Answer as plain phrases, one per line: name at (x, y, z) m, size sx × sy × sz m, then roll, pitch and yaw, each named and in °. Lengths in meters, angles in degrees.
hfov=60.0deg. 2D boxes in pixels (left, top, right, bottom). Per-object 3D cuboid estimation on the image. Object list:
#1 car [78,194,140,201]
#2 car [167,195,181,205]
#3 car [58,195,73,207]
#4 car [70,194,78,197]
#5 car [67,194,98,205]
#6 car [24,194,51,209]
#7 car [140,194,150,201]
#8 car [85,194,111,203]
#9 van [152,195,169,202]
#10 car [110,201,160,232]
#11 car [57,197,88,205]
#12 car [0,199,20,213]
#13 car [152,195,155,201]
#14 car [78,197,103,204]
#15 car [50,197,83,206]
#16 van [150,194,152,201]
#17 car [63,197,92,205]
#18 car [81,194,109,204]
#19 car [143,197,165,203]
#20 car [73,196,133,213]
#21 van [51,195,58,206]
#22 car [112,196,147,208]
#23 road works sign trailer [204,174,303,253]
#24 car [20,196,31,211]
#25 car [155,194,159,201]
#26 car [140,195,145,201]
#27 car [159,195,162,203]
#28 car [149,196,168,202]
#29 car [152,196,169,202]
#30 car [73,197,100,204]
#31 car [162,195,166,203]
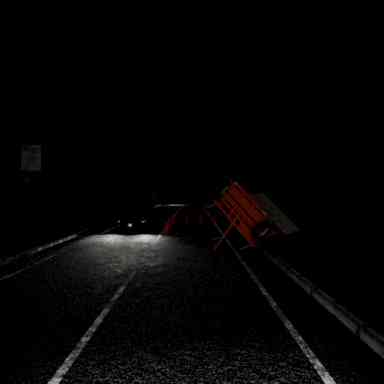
car at (-8.874, 1.208, 36.054) m, size 5.566 × 2.045 × 2.435 m, roll 0°, pitch 0°, yaw 0°
car at (-3.249, 1.795, 65.383) m, size 1.994 × 1.385 × 4.181 m, roll 0°, pitch -1°, yaw 0°
car at (-21.925, 1.623, 52.772) m, size 4.674 × 1.452 × 2.002 m, roll 0°, pitch -1°, yaw 0°
car at (-21.745, 1.605, 55.557) m, size 5.366 × 1.575 × 1.946 m, roll 0°, pitch -1°, yaw 0°
car at (-21.917, 1.460, 66.699) m, size 5.566 × 2.045 × 2.435 m, roll 0°, pitch -1°, yaw 0°
car at (-21.892, 1.385, 44.421) m, size 4.553 × 1.767 × 2.185 m, roll 0°, pitch 0°, yaw 0°
car at (-8.872, 1.259, 44.464) m, size 5.566 × 2.045 × 2.435 m, roll 0°, pitch 0°, yaw 0°
car at (-21.932, 1.585, 77.715) m, size 5.566 × 2.045 × 2.435 m, roll 0°, pitch -1°, yaw 0°
van at (-8.783, 1.786, 92.113) m, size 4.442 × 1.987 × 1.878 m, roll 0°, pitch -1°, yaw 0°
car at (-3.249, 1.487, 19.868) m, size 1.837 × 1.490 × 4.892 m, roll 0°, pitch 0°, yaw 0°
car at (-21.908, 1.689, 61.128) m, size 4.792 × 1.488 × 2.163 m, roll 0°, pitch -1°, yaw 0°
car at (-21.930, 1.458, 36.065) m, size 5.008 × 1.535 × 2.097 m, roll 0°, pitch 0°, yaw 0°
car at (-8.842, 1.584, 52.870) m, size 4.892 × 1.521 × 2.231 m, roll 0°, pitch -1°, yaw 0°
car at (-21.950, 1.810, 72.143) m, size 4.674 × 1.452 × 2.002 m, roll 0°, pitch -1°, yaw 0°
car at (-21.928, 1.634, 58.343) m, size 5.008 × 1.535 × 2.097 m, roll 0°, pitch -1°, yaw 0°
van at (-8.730, 1.332, 50.068) m, size 4.442 × 1.987 × 1.878 m, roll 0°, pitch -1°, yaw 0°
car at (-21.970, 1.714, 63.913) m, size 4.792 × 1.488 × 2.163 m, roll 0°, pitch -1°, yaw 0°
car at (-21.927, 1.552, 75.054) m, size 5.566 × 2.045 × 2.435 m, roll 0°, pitch -1°, yaw 0°
car at (-8.910, 1.869, 78.095) m, size 4.792 × 1.488 × 2.163 m, roll 0°, pitch -1°, yaw 0°
car at (-8.841, 1.450, 33.251) m, size 4.892 × 1.521 × 2.231 m, roll 0°, pitch 0°, yaw 0°
van at (-22.040, 1.307, 47.202) m, size 4.442 × 1.987 × 1.878 m, roll 0°, pitch 0°, yaw 0°
car at (-8.813, 1.407, 47.263) m, size 4.553 × 1.767 × 2.185 m, roll 0°, pitch -1°, yaw 0°
road works sign trailer at (2.367, 1.056, 12.647) m, size 3.560 × 2.880 × 2.380 m, roll -5°, pitch 45°, yaw -44°
car at (-21.926, 1.513, 38.851) m, size 4.674 × 1.452 × 2.002 m, roll 0°, pitch 0°, yaw 0°
car at (-8.849, 1.634, 58.476) m, size 5.008 × 1.535 × 2.097 m, roll 0°, pitch -1°, yaw 0°
car at (-8.849, 1.490, 41.656) m, size 4.892 × 1.521 × 2.231 m, roll 0°, pitch 0°, yaw 0°
car at (-8.887, 1.408, 61.282) m, size 5.566 × 2.045 × 2.435 m, roll 0°, pitch -1°, yaw 0°
car at (-8.891, 1.977, 89.307) m, size 5.008 × 1.535 × 2.097 m, roll 0°, pitch -1°, yaw 0°
car at (-8.935, 1.921, 94.915) m, size 4.553 × 1.767 × 2.185 m, roll 0°, pitch -1°, yaw 0°
car at (-21.944, 1.741, 69.483) m, size 5.008 × 1.535 × 2.097 m, roll 0°, pitch -1°, yaw 0°
car at (-8.868, 1.772, 72.492) m, size 5.008 × 1.535 × 2.097 m, roll 0°, pitch -1°, yaw 0°
